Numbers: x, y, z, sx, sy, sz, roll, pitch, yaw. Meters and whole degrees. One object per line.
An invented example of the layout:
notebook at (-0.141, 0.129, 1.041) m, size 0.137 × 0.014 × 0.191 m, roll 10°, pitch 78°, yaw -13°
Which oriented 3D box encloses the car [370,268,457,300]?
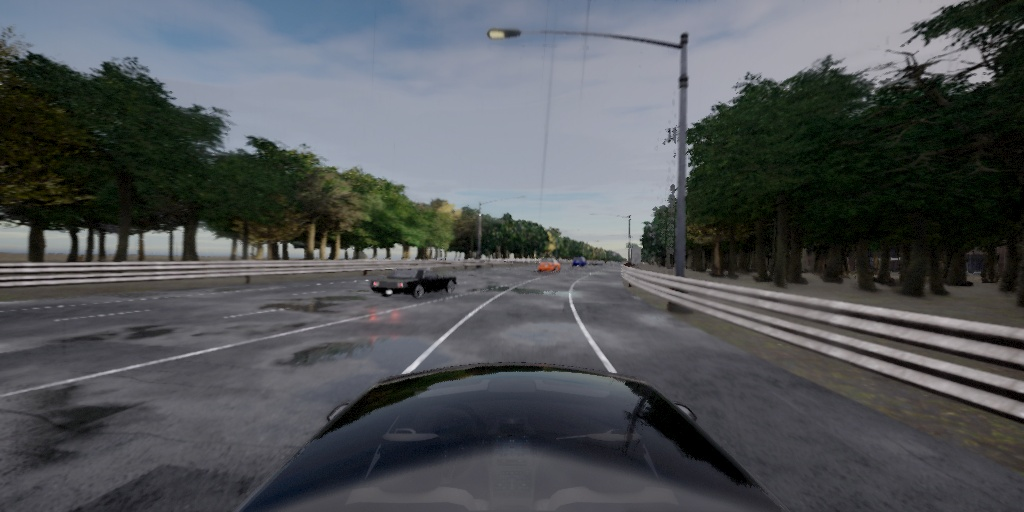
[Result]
car at (-4.454, 1.240, 17.138) m, size 1.895 × 1.301 × 4.718 m, roll 1°, pitch 0°, yaw 18°

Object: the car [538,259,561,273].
car at (4.753, 1.134, 44.725) m, size 2.097 × 1.767 × 4.553 m, roll 1°, pitch 0°, yaw 18°
